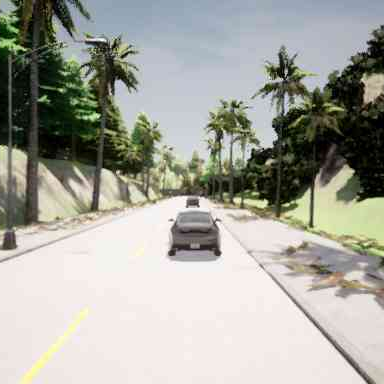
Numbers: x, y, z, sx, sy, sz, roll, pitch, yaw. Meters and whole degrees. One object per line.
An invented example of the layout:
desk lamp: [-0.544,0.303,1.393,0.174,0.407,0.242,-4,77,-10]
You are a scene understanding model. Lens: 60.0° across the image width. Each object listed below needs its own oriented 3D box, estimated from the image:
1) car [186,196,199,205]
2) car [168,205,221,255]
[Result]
car: [0.101,1.390,49.045,1.882,1.535,5.008,0,0,0]
car: [0.099,1.483,13.192,1.837,1.490,4.892,0,1,0]
